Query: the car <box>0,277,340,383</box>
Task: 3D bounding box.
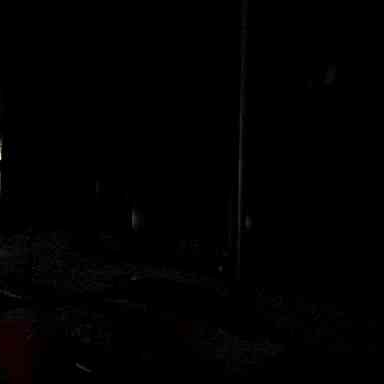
[{"bbox_3d":[-0.642,1.619,3.541,4.206,1.307,1.802,0,0,36],"label":"car"}]
